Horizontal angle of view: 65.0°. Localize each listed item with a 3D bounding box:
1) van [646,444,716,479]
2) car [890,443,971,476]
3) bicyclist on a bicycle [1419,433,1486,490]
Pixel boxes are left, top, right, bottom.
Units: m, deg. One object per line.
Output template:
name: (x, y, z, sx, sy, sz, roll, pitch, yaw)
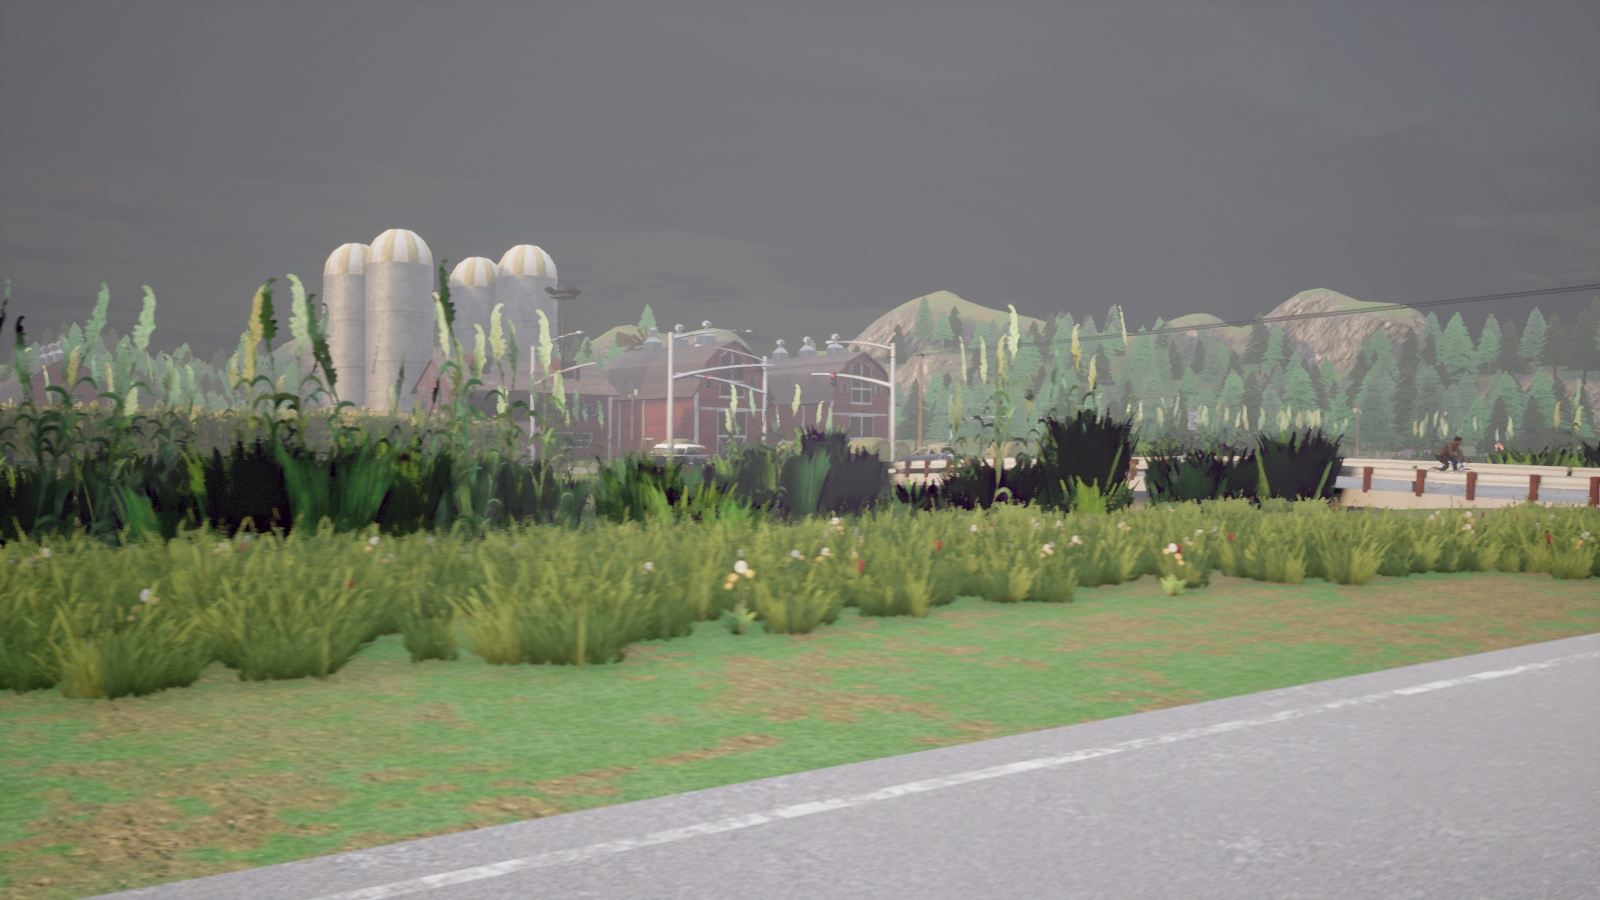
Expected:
van: (-7.224, 0.669, 75.966, 2.069, 2.038, 4.480, 0, 0, -38)
car: (6.539, 0.500, 63.253, 1.970, 1.475, 3.806, 0, -3, -34)
bicyclist on a bicycle: (19.378, 0.331, 37.309, 0.582, 1.620, 1.656, 0, 2, -33)
